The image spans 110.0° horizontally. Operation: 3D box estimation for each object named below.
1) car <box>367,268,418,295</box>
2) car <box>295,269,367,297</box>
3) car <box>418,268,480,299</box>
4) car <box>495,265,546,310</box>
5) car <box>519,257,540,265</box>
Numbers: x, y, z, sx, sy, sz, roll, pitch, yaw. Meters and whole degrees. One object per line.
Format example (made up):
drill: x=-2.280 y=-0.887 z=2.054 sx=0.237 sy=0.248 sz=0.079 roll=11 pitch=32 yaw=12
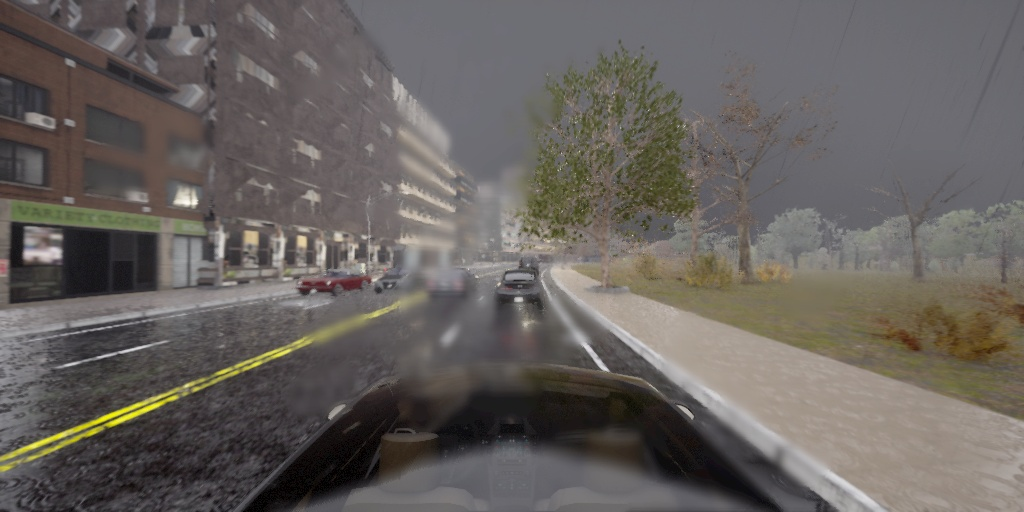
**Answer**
car: x=-6.142 y=1.358 z=20.296 sx=1.994 sy=1.385 sz=4.181 roll=0 pitch=0 yaw=3
car: x=-9.446 y=1.386 z=19.423 sx=1.895 sy=1.301 sz=4.718 roll=0 pitch=0 yaw=3
car: x=-2.845 y=1.340 z=18.327 sx=2.033 sy=1.411 sz=5.357 roll=0 pitch=0 yaw=3
car: x=0.343 y=1.293 z=14.865 sx=1.837 sy=1.490 sz=4.892 roll=0 pitch=0 yaw=2
car: x=1.927 y=1.102 z=40.494 sx=2.150 sy=2.045 sz=5.566 roll=0 pitch=0 yaw=5
